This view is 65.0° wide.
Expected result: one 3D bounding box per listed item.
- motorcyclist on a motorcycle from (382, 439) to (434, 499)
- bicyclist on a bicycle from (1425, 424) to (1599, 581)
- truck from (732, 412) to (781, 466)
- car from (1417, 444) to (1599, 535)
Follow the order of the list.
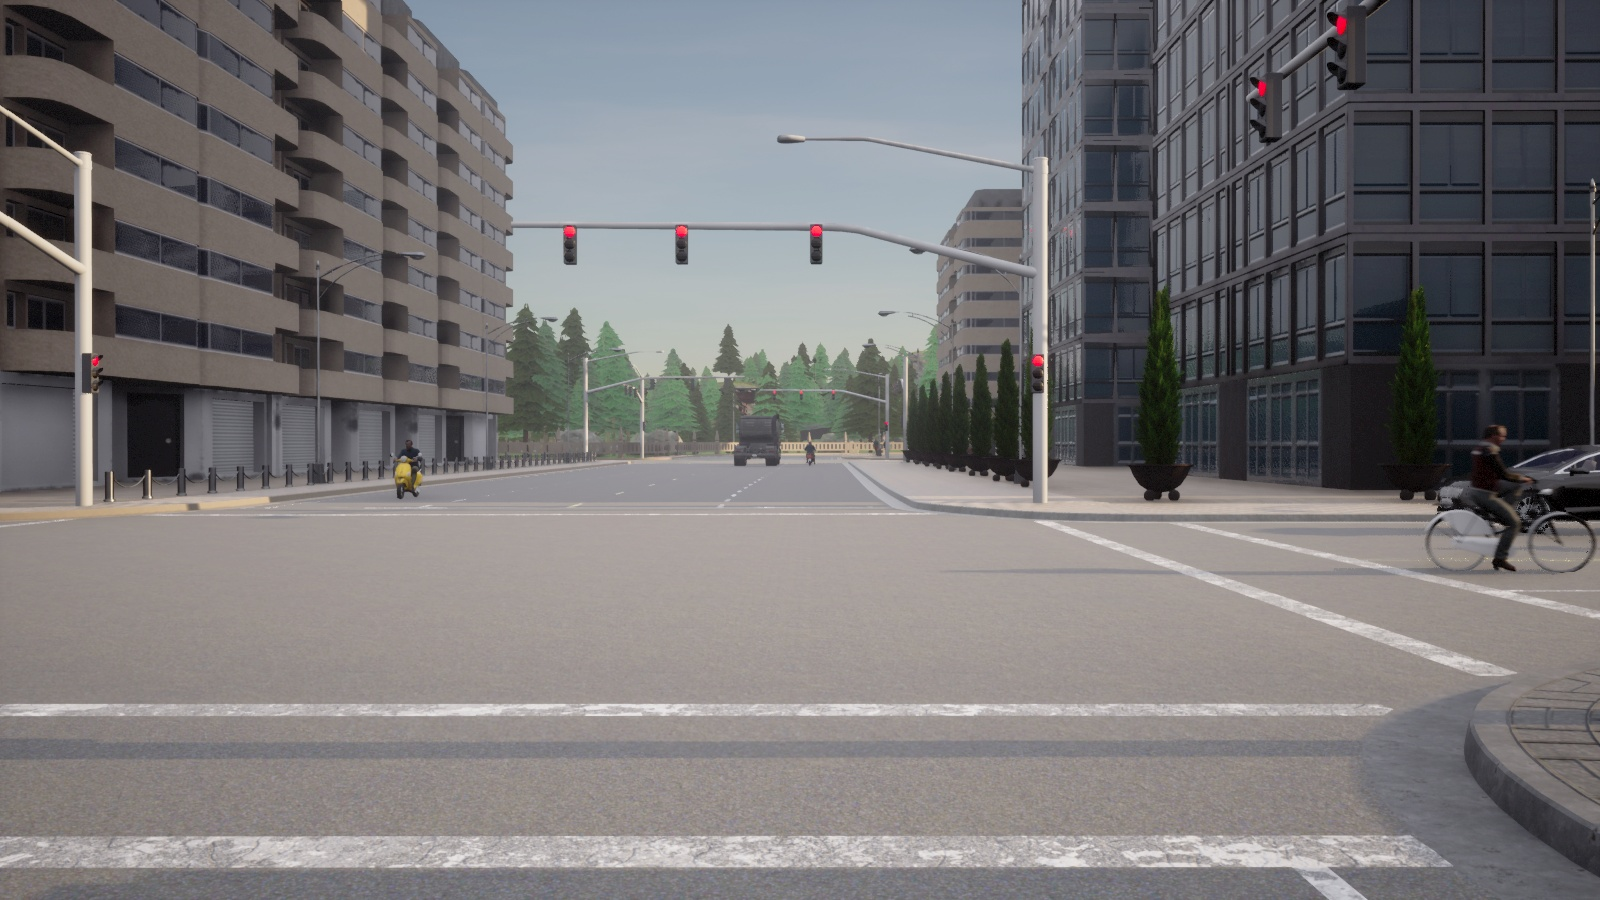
[{"bbox_3d":[-10.623,0.499,34.094,0.866,1.590,1.817,0,0,0],"label":"motorcyclist on a motorcycle"},{"bbox_3d":[8.461,0.596,14.804,1.843,1.776,0.659,0,2,11],"label":"bicyclist on a bicycle"},{"bbox_3d":[-2.822,-0.710,83.605,2.891,3.462,7.936,0,0,1],"label":"truck"},{"bbox_3d":[13.678,0.646,21.788,4.902,1.511,2.128,0,0,1],"label":"car"}]
